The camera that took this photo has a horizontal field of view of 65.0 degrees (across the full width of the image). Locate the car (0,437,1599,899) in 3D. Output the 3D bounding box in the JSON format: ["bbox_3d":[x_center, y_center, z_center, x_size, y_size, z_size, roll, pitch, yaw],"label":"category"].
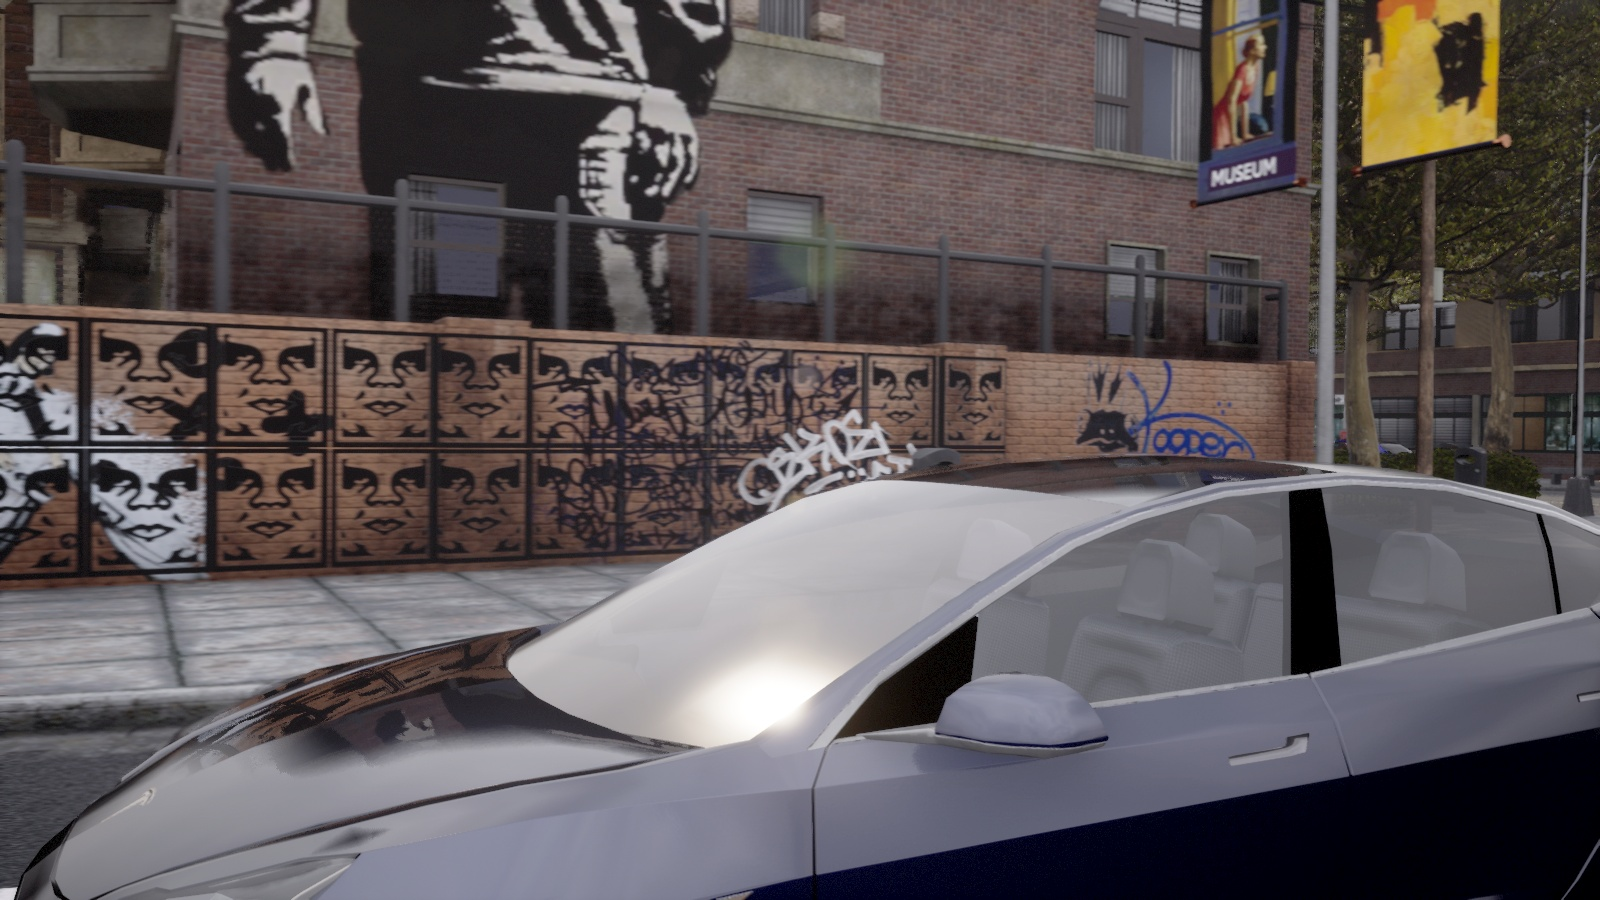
[{"bbox_3d":[0.658,0.737,3.488,4.792,1.488,2.163,-1,1,-24],"label":"car"}]

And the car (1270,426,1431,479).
[{"bbox_3d":[16.403,0.049,37.625,1.816,1.474,4.193,-1,1,-28],"label":"car"}]
